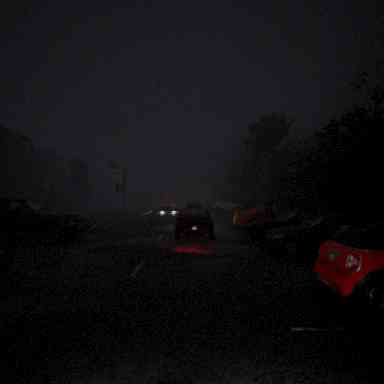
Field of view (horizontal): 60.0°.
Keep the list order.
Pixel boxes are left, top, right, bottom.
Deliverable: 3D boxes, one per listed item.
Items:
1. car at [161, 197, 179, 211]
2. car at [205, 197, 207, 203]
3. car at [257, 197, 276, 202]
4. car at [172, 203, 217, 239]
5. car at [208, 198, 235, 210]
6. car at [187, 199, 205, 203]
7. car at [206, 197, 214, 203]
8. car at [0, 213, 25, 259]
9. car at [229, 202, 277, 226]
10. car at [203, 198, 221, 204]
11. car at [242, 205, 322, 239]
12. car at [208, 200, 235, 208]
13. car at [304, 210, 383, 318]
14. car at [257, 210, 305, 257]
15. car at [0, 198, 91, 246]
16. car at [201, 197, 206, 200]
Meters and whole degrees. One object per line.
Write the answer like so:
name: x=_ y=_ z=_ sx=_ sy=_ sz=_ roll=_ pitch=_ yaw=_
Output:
car: x=-3.269 y=1.894 z=46.991 sx=1.882 sy=1.535 sz=5.008 roll=0 pitch=-1 yaw=0
car: x=5.163 y=2.002 z=55.789 sx=4.892 sy=1.521 sz=2.231 roll=0 pitch=-1 yaw=0
car: x=16.396 y=1.915 z=71.741 sx=5.008 sy=1.535 sz=1.882 roll=-1 pitch=-3 yaw=-1
car: x=0.118 y=1.562 z=18.012 sx=1.882 sy=1.535 sz=5.008 roll=0 pitch=0 yaw=0
car: x=5.155 y=1.964 z=49.367 sx=4.674 sy=1.452 sz=2.002 roll=0 pitch=-1 yaw=0
car: x=0.150 y=1.797 z=36.555 sx=1.837 sy=1.490 sz=4.892 roll=0 pitch=-1 yaw=0
car: x=5.168 y=1.961 z=52.516 sx=5.008 sy=1.535 sz=2.097 roll=0 pitch=-1 yaw=0
car: x=-7.983 y=1.512 z=9.737 sx=4.892 sy=1.521 sz=2.231 roll=0 pitch=0 yaw=0
car: x=5.102 y=1.589 z=20.884 sx=5.008 sy=1.535 sz=2.097 roll=0 pitch=-1 yaw=0
car: x=5.180 y=2.411 z=86.568 sx=4.674 sy=1.452 sz=2.002 roll=0 pitch=-1 yaw=0
car: x=5.103 y=1.543 z=15.316 sx=5.008 sy=1.535 sz=2.097 roll=0 pitch=0 yaw=0
car: x=5.171 y=2.080 z=59.064 sx=4.674 sy=1.452 sz=2.002 roll=0 pitch=-1 yaw=0
car: x=5.057 y=1.374 z=6.961 sx=4.553 sy=1.767 sz=2.185 roll=0 pitch=0 yaw=0
car: x=5.097 y=1.566 z=12.529 sx=4.674 sy=1.452 sz=2.002 roll=0 pitch=0 yaw=0
car: x=-7.953 y=1.293 z=15.343 sx=5.566 sy=2.045 sz=2.435 roll=0 pitch=0 yaw=0
car: x=5.247 y=2.206 z=83.400 sx=4.553 sy=1.767 sz=2.185 roll=0 pitch=-1 yaw=0
